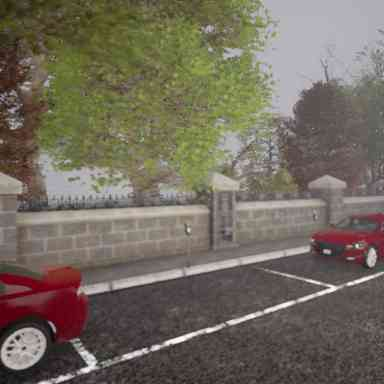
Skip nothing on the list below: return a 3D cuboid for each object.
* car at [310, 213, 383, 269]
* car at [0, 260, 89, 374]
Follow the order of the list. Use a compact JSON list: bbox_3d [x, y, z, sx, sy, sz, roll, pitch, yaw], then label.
[{"bbox_3d":[5.580,1.380,10.538,4.507,1.381,1.887,-1,1,-35],"label":"car"},{"bbox_3d":[-3.590,1.556,3.998,4.507,1.381,1.887,-1,1,-35],"label":"car"}]
